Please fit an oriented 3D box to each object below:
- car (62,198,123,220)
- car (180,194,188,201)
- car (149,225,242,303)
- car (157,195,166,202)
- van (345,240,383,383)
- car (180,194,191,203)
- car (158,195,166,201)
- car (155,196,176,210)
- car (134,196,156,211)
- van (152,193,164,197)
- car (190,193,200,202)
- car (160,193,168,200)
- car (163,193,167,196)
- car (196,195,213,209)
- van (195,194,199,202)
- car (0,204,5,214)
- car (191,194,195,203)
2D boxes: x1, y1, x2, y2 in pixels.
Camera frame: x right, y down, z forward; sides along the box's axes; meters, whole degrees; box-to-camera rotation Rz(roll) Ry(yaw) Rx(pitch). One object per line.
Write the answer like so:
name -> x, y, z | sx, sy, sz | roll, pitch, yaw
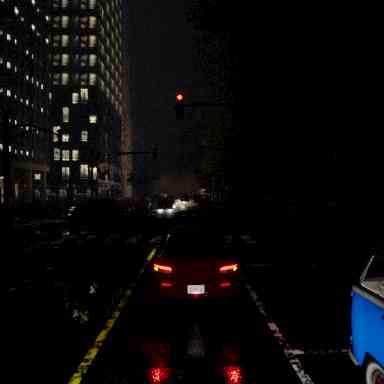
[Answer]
car -> -7.990, 1.269, 26.805 | 4.553, 1.767, 2.097 | 1, 0, -37
car -> -1.900, 1.265, 80.591 | 1.882, 1.535, 5.008 | 0, 0, -3
car -> 0.054, 1.525, 8.080 | 1.812, 1.442, 4.674 | 0, 0, 0
car -> -7.276, 1.501, 78.571 | 1.887, 1.381, 4.507 | 0, 0, -2
van -> 2.558, 1.341, 2.145 | 1.690, 1.788, 3.998 | 0, 0, 0
car -> -1.481, 1.552, 70.616 | 1.895, 1.301, 4.718 | 0, 0, -2
car -> -7.528, 1.533, 84.115 | 1.802, 1.307, 4.206 | 0, 0, -3
car -> -3.456, 1.550, 43.195 | 1.994, 1.385, 4.181 | 0, 0, -1
car -> -5.832, 1.539, 39.770 | 2.008, 1.369, 4.403 | 0, 0, -1
van -> -6.625, 1.314, 61.941 | 1.690, 1.788, 3.998 | 0, 0, -2
car -> 0.740, 1.271, 78.945 | 2.192, 1.841, 5.009 | 0, 0, -3
car -> -8.075, 1.252, 95.196 | 2.192, 1.841, 5.009 | 0, 0, -3
car -> -3.940, 1.480, 60.519 | 1.837, 1.490, 4.892 | 0, 0, -2
car -> 1.899, 1.510, 45.860 | 1.752, 1.417, 4.829 | 0, 0, -2
van -> 1.748, 1.322, 51.233 | 1.690, 1.788, 3.998 | 0, 0, -2
car -> -18.220, 1.377, 28.510 | 4.206, 1.307, 1.802 | 1, 0, 3
car -> 1.185, 1.492, 68.026 | 1.752, 1.417, 4.829 | 0, 0, -2
